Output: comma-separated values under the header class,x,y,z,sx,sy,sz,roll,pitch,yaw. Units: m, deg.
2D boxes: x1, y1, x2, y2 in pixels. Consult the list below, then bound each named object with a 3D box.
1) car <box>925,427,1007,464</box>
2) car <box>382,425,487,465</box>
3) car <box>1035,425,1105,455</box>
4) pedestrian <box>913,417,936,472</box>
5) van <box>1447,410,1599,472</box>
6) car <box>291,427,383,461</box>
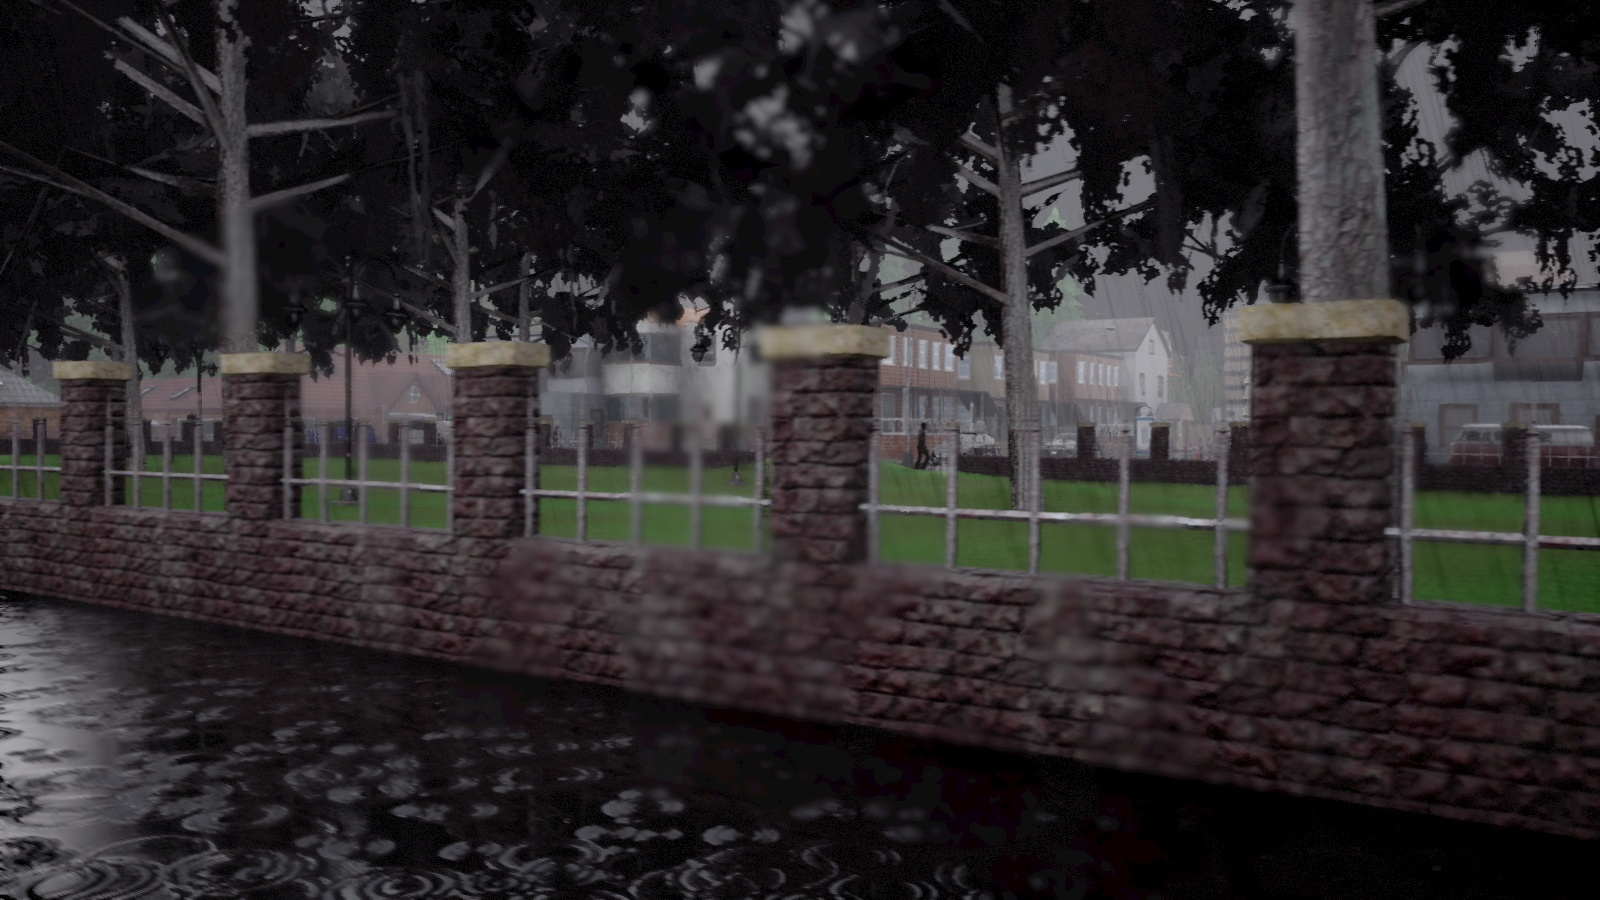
class,x,y,z,sx,sy,sz,roll,pitch,yaw
car,7.840,-0.214,58.931,2.033,1.649,4.856,0,1,31
car,-19.426,-0.284,66.699,5.566,2.045,2.150,0,1,32
car,15.101,-0.583,70.030,2.152,1.651,5.027,0,1,34
pedestrian,4.418,-0.208,44.589,0.692,1.930,0.395,0,1,34
van,24.408,-0.315,42.356,4.442,1.987,1.775,0,1,34
car,-28.555,-0.347,77.387,5.566,2.045,2.150,0,1,28
